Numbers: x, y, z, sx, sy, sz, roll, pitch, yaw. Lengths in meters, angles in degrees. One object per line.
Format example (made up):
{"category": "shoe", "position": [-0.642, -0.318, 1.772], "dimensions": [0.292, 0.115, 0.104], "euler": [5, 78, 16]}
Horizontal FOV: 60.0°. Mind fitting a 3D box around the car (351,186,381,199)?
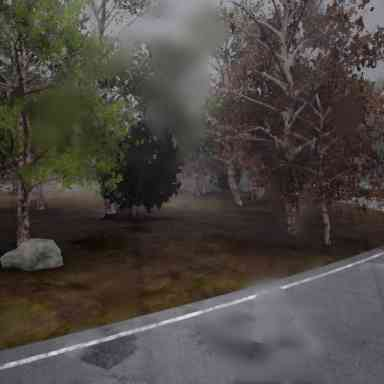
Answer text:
{"category": "car", "position": [18.589, -0.002, 35.457], "dimensions": [1.994, 1.385, 4.181], "euler": [-6, 4, -39]}
